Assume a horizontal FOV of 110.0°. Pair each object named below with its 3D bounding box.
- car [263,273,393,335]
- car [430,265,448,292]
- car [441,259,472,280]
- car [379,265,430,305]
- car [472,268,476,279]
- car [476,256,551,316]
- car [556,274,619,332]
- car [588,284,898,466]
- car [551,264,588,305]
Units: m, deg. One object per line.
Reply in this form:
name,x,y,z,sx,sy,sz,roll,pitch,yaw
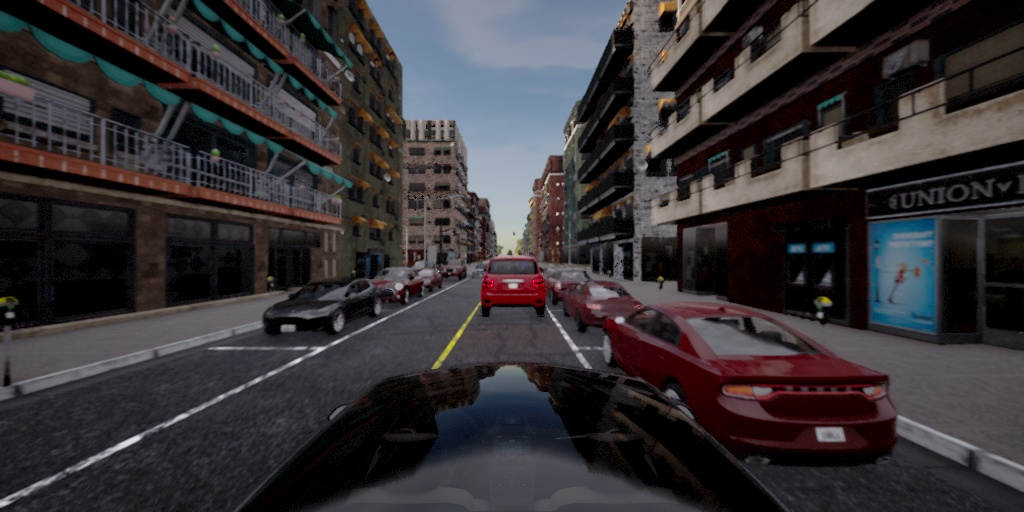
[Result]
car,-5.320,1.356,10.703,1.948,1.339,4.313,0,0,0
car,-5.327,1.421,21.891,1.802,1.307,4.207,0,0,0
car,-5.333,1.202,33.080,2.192,1.841,5.009,0,0,0
car,-5.324,1.255,16.297,1.967,1.591,4.097,0,0,0
car,-2.831,1.496,34.771,1.895,1.301,4.718,0,0,0
car,0.058,1.026,13.745,2.150,2.045,5.566,0,0,0
car,2.560,1.372,10.707,1.802,1.307,4.207,0,0,0
car,2.563,1.311,5.113,1.888,1.381,4.507,0,0,0
car,2.557,1.255,16.302,1.967,1.591,4.097,0,0,0
